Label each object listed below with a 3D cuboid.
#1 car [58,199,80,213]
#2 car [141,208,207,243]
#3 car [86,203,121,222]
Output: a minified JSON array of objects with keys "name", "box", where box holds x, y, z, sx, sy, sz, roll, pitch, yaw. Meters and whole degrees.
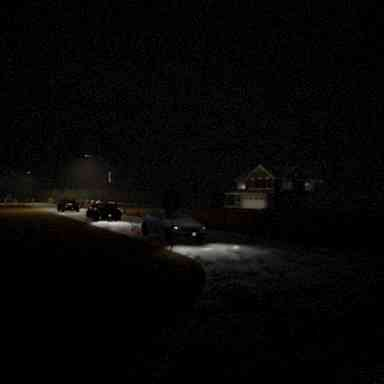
[{"name":"car","box":[-14.502,1.616,39.123,1.837,1.490,4.892,2,-1,-31]},{"name":"car","box":[-1.054,1.568,16.647,1.812,1.442,4.674,2,-1,-30]},{"name":"car","box":[-7.215,1.619,26.986,1.994,1.385,4.181,2,-1,-30]}]
